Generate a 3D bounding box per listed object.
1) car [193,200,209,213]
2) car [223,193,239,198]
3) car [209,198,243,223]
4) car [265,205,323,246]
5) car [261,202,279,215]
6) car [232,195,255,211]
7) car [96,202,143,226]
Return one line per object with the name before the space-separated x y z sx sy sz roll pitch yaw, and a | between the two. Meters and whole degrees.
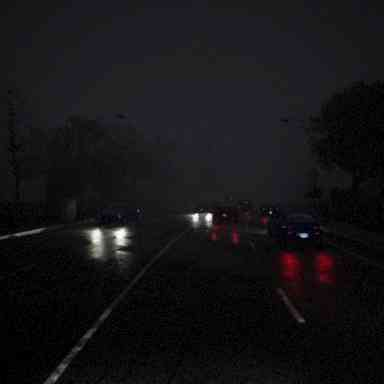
car | 1.557 1.594 37.381 1.895 1.301 4.718 0 0 15
car | 7.600 1.227 64.042 2.150 2.045 5.566 0 0 25
car | 2.724 1.480 25.795 1.882 1.535 5.008 0 0 10
car | 4.661 1.535 15.371 1.812 1.442 4.674 0 0 6
car | 7.920 1.619 33.315 1.895 1.301 4.718 0 0 14
car | 6.713 1.503 41.817 2.128 1.511 4.902 0 0 17
car | -4.984 1.458 23.439 1.882 1.535 5.008 0 0 10
